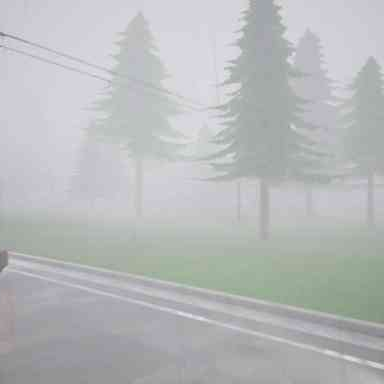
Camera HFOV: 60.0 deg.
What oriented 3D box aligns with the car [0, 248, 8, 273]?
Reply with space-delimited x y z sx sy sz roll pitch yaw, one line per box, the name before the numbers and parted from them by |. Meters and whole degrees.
car | -6.901 1.617 8.630 4.718 1.301 1.895 0 0 33
